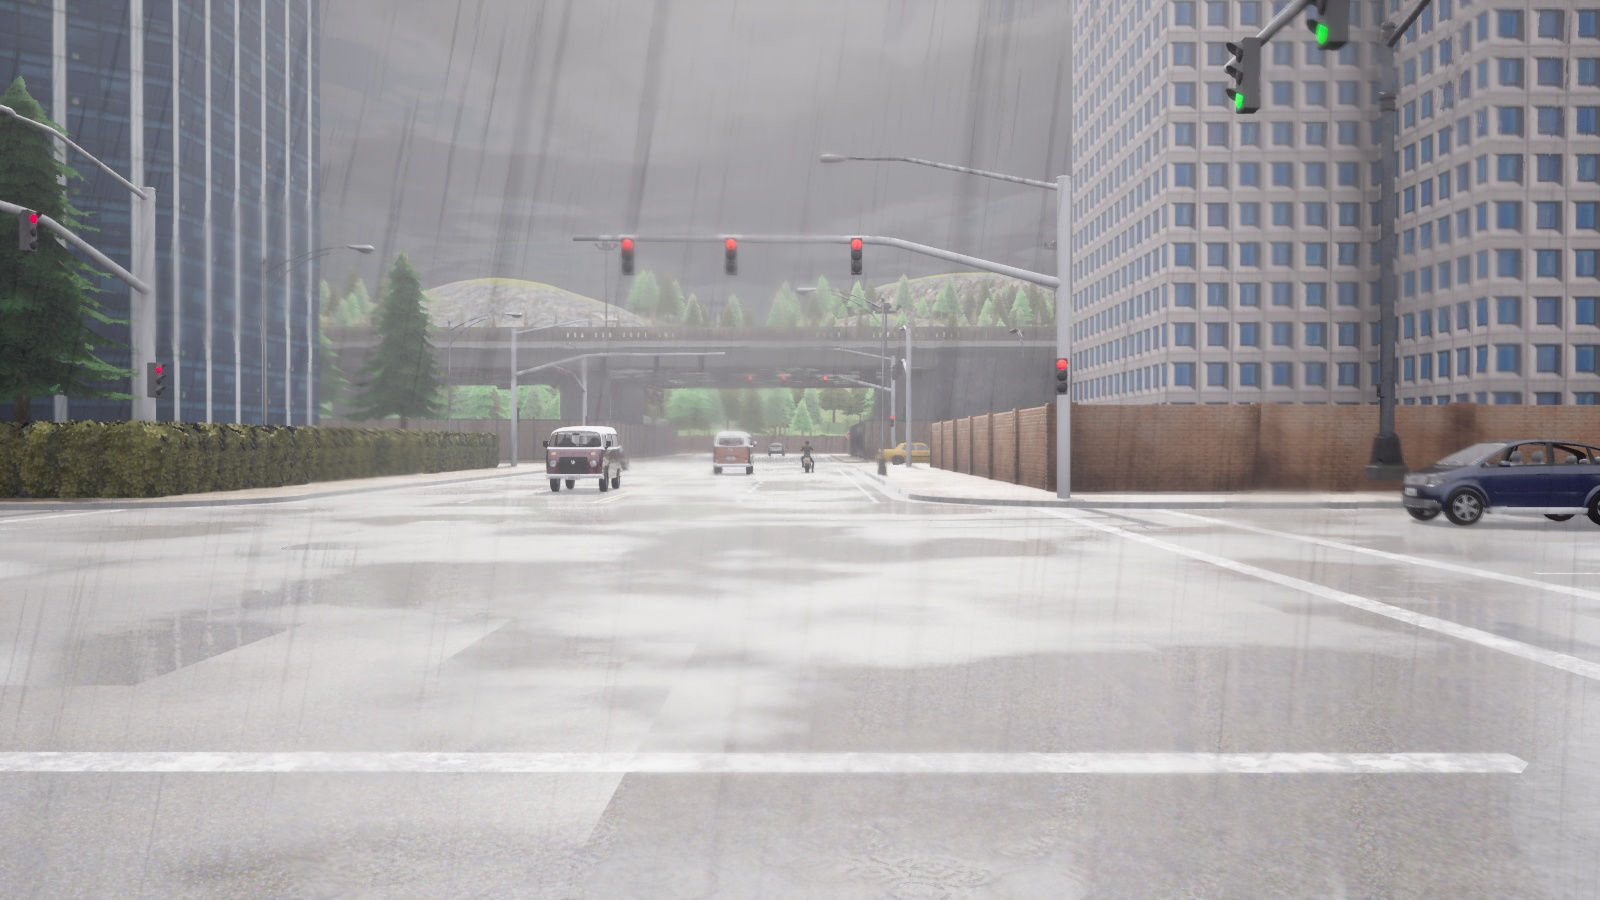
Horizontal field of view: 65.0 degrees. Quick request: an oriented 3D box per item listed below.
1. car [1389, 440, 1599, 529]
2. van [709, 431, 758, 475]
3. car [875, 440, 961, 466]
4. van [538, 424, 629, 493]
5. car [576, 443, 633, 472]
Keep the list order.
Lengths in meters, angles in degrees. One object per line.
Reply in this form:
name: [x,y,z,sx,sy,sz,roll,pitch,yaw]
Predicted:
car: [13.058,0.606,22.997,3.705,1.549,1.789,0,0,1]
van: [-3.158,0.126,60.408,2.069,2.038,4.480,0,0,0]
car: [7.446,0.194,79.115,5.366,1.575,1.801,0,0,7]
van: [-6.770,0.240,39.687,2.069,2.038,4.480,0,0,0]
car: [-10.131,0.369,65.397,2.163,1.488,4.792,0,0,0]
